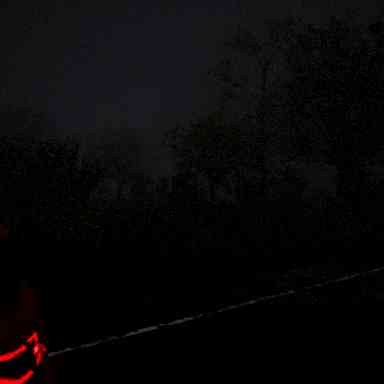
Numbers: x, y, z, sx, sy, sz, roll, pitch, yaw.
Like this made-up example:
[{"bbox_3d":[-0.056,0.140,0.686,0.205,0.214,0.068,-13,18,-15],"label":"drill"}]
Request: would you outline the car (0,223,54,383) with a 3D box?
[{"bbox_3d":[-3.551,1.203,1.320,5.566,2.045,2.150,1,0,-36],"label":"car"}]
